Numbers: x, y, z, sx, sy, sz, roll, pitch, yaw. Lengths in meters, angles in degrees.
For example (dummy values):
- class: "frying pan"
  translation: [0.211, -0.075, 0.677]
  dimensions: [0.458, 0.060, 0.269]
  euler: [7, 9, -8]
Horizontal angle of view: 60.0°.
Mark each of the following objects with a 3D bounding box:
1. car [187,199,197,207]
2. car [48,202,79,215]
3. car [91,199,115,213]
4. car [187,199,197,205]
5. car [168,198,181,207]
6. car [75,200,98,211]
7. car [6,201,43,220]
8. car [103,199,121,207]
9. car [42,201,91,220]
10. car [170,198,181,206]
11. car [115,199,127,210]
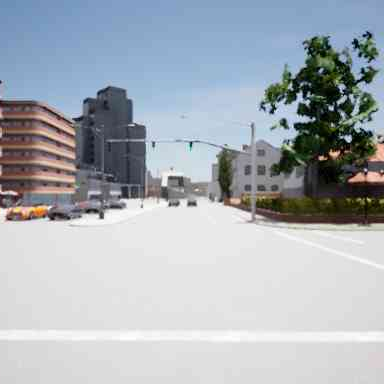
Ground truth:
- class: "car"
  translation: [-0.004, 2.049, 62.354]
  dimensions: [1.882, 1.535, 5.008]
  euler: [0, -1, 0]
- class: "car"
  translation: [-15.096, 1.922, 39.288]
  dimensions: [1.994, 1.385, 4.181]
  euler: [0, 0, 0]
- class: "car"
  translation: [-11.593, 1.926, 41.272]
  dimensions: [2.033, 1.411, 5.357]
  euler: [0, -1, 0]
- class: "car"
  translation: [-0.004, 2.187, 72.770]
  dimensions: [1.994, 1.385, 4.181]
  euler: [0, -1, 0]
- class: "car"
  translation: [-3.504, 2.063, 62.354]
  dimensions: [2.128, 1.511, 4.902]
  euler: [0, -1, 0]
- class: "car"
  translation: [-15.086, 1.966, 48.005]
  dimensions: [1.812, 1.442, 4.674]
  euler: [0, 0, 0]
- class: "car"
  translation: [-15.094, 1.633, 30.658]
  dimensions: [2.097, 1.767, 4.553]
  euler: [0, -1, 0]
- class: "car"
  translation: [-15.005, 2.067, 62.716]
  dimensions: [2.128, 1.511, 4.902]
  euler: [0, -1, 0]
- class: "car"
  translation: [-11.596, 1.834, 31.199]
  dimensions: [2.033, 1.411, 5.357]
  euler: [0, -1, 0]
- class: "car"
  translation: [-3.504, 2.159, 72.770]
  dimensions: [2.128, 1.511, 4.902]
  euler: [0, -1, 0]
- class: "car"
  translation: [-11.571, 2.030, 52.707]
  dimensions: [2.033, 1.411, 5.357]
  euler: [0, -1, 0]
